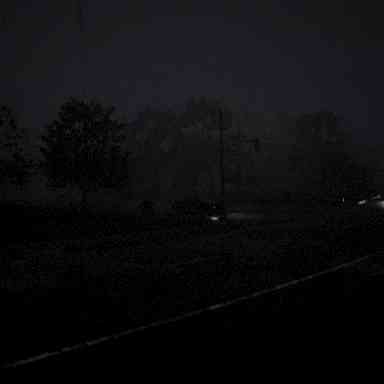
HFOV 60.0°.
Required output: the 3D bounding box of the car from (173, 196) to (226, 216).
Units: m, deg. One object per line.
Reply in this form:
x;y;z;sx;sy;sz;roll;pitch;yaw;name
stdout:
0.578;1.133;28.649;5.008;1.535;1.882;0;2;38;car
